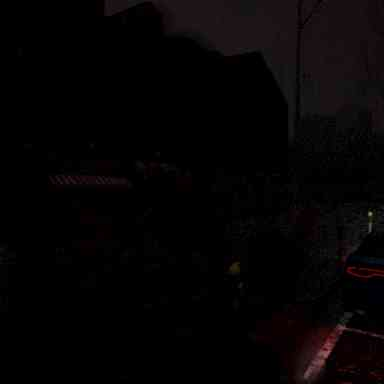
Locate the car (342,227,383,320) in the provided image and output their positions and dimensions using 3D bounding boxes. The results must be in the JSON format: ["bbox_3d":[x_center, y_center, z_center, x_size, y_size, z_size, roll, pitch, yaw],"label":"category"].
[{"bbox_3d":[4.475,1.451,6.830,1.882,1.535,5.008,2,1,35],"label":"car"}]
